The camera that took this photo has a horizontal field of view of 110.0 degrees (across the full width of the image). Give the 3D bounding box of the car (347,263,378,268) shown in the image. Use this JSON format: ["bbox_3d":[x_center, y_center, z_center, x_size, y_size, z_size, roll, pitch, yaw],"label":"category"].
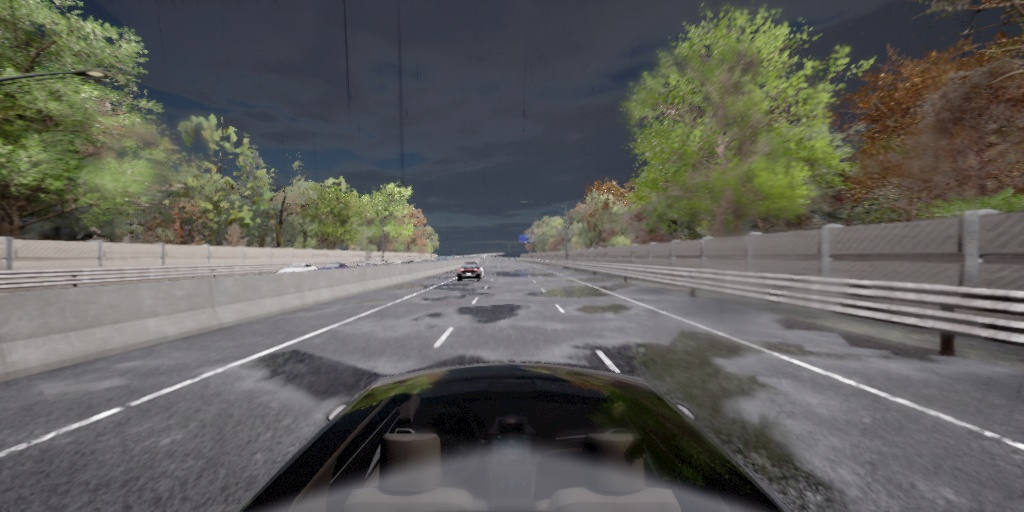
[{"bbox_3d":[-14.096,1.430,35.438,1.994,1.385,4.181,0,0,0],"label":"car"}]

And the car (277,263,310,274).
[{"bbox_3d":[-21.092,1.429,35.609,1.812,1.442,4.674,0,0,0],"label":"car"}]

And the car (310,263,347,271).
[{"bbox_3d":[-17.595,1.410,35.651,1.812,1.442,4.674,0,0,0],"label":"car"}]

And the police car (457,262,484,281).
[{"bbox_3d":[-3.497,1.316,31.076,2.038,1.542,4.974,0,0,0],"label":"police car"}]
